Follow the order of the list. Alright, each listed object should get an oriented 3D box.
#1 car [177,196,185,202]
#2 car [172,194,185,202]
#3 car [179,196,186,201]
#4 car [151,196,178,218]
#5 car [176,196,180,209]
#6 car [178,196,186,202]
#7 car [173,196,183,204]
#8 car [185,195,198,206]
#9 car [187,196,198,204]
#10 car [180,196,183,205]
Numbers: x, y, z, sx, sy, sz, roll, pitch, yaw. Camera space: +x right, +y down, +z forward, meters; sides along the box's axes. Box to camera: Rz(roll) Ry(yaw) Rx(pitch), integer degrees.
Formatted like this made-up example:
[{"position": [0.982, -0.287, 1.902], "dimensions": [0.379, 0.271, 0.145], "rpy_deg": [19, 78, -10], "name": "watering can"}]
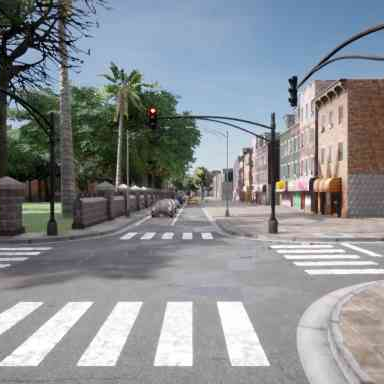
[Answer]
[{"position": [-2.603, 1.818, 81.823], "dimensions": [1.887, 1.381, 4.507], "rpy_deg": [0, 0, 0], "name": "car"}, {"position": [-2.949, 1.402, 64.262], "dimensions": [2.150, 2.045, 5.566], "rpy_deg": [0, 0, 0], "name": "car"}, {"position": [-2.598, 1.914, 93.200], "dimensions": [1.947, 1.339, 4.313], "rpy_deg": [-1, 0, 0], "name": "car"}, {"position": [-2.627, 1.481, 30.626], "dimensions": [1.967, 1.590, 4.097], "rpy_deg": [0, 0, 0], "name": "car"}, {"position": [-2.623, 1.498, 36.314], "dimensions": [1.967, 1.590, 4.097], "rpy_deg": [0, 0, 0], "name": "car"}, {"position": [-2.601, 1.861, 87.512], "dimensions": [2.008, 1.369, 4.403], "rpy_deg": [-1, 0, 0], "name": "car"}, {"position": [-2.985, 1.715, 71.231], "dimensions": [1.837, 1.490, 4.892], "rpy_deg": [0, 0, 0], "name": "car"}, {"position": [0.130, 1.627, 59.511], "dimensions": [1.882, 1.535, 5.008], "rpy_deg": [0, 0, 0], "name": "car"}, {"position": [0.128, 1.690, 68.865], "dimensions": [2.128, 1.511, 4.902], "rpy_deg": [0, 0, 0], "name": "car"}, {"position": [-2.619, 1.679, 47.692], "dimensions": [1.802, 1.307, 4.206], "rpy_deg": [0, 0, 0], "name": "car"}]
